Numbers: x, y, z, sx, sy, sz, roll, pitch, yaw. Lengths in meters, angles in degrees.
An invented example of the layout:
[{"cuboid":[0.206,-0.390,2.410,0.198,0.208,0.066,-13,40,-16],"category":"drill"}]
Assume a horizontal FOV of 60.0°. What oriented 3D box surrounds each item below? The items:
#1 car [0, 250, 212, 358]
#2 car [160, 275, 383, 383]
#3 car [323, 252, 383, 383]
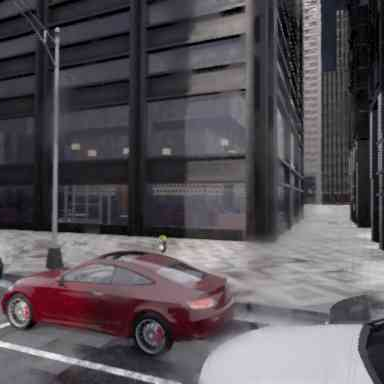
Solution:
[{"cuboid":[-1.359,1.716,5.887,4.206,1.307,1.802,0,-1,22],"category":"car"},{"cuboid":[2.294,1.591,2.334,4.674,1.442,1.812,0,-1,22],"category":"car"},{"cuboid":[3.860,1.651,3.759,4.403,1.369,2.008,0,-1,22],"category":"car"}]
